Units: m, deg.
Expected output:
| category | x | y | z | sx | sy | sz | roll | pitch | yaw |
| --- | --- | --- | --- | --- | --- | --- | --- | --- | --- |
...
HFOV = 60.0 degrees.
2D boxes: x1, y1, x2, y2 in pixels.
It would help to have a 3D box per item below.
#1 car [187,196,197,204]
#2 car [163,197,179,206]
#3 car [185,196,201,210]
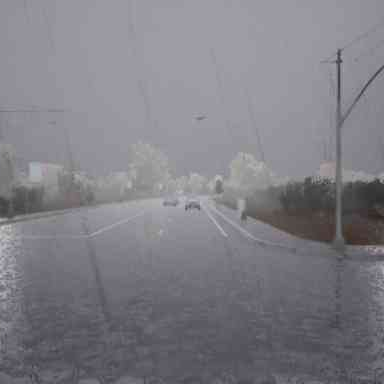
| category | x | y | z | sx | sy | sz | roll | pitch | yaw |
| --- | --- | --- | --- | --- | --- | --- | --- | --- | --- |
| car | 0.034 | 1.505 | 63.359 | 1.837 | 1.490 | 4.892 | 0 | 0 | 1 |
| car | -3.506 | 1.564 | 53.261 | 1.994 | 1.385 | 4.181 | 0 | 0 | 0 |
| car | 0.091 | 1.526 | 42.776 | 1.812 | 1.442 | 4.674 | 0 | 0 | 0 |
